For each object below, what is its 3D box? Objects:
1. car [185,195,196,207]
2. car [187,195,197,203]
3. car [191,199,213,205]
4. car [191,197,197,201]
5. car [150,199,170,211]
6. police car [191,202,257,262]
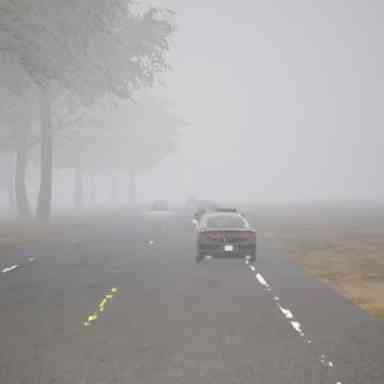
[{"bbox_3d":[0.000,1.420,47.356,2.033,1.411,5.357,0,0,0],"label":"car"},{"bbox_3d":[-0.005,1.358,67.355,1.882,1.535,5.008,0,0,0],"label":"car"},{"bbox_3d":[1.048,1.433,21.956,1.837,1.490,4.892,0,0,0],"label":"car"},{"bbox_3d":[1.048,1.416,27.958,1.837,1.490,4.892,0,0,0],"label":"car"},{"bbox_3d":[-3.593,1.450,38.030,1.994,1.385,4.181,0,0,0],"label":"car"},{"bbox_3d":[1.049,1.382,12.063,1.930,1.638,5.238,0,0,0],"label":"police car"}]
